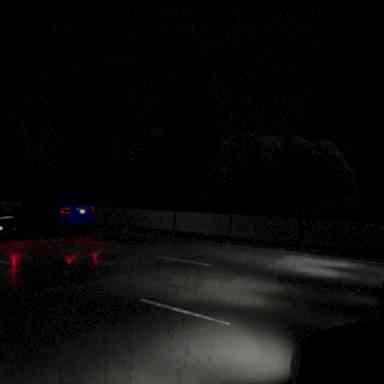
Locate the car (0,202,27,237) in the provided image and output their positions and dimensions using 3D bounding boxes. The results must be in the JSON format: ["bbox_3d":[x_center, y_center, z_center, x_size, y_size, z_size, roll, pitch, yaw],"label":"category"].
[{"bbox_3d":[-10.143,1.306,15.532,4.902,1.511,2.128,1,0,35],"label":"car"}]

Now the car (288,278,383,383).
[{"bbox_3d":[2.926,1.544,1.905,4.674,1.442,1.812,1,0,36],"label":"car"}]

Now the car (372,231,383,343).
[{"bbox_3d":[5.346,1.516,4.477,4.902,1.511,2.128,1,1,36],"label":"car"}]

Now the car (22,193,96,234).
[{"bbox_3d":[-7.608,1.042,18.023,5.566,2.045,2.150,1,0,36],"label":"car"}]
